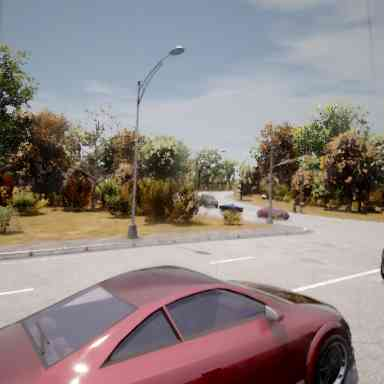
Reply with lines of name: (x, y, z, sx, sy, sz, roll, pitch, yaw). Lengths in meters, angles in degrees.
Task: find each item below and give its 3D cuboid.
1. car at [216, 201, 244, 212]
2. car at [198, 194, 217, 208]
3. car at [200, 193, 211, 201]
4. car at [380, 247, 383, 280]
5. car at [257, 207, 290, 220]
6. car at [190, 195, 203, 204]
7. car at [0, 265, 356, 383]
car: (5.506, 2.238, 46.894, 1.895, 1.301, 4.718, 3, 0, -18)
car: (2.802, 1.546, 56.676, 2.150, 2.045, 5.566, 3, 2, -13)
car: (3.204, 1.115, 78.692, 2.128, 1.511, 4.902, 2, 2, -1)
car: (6.996, 1.484, 8.778, 4.553, 1.767, 2.097, 2, -1, -35)
car: (9.091, 2.347, 37.442, 1.994, 1.385, 4.181, 3, -1, -22)
car: (0.849, 1.403, 66.918, 1.837, 1.490, 4.892, 2, 2, -8)
car: (-0.028, 1.571, 3.727, 4.181, 1.385, 1.994, 0, 0, -36)
